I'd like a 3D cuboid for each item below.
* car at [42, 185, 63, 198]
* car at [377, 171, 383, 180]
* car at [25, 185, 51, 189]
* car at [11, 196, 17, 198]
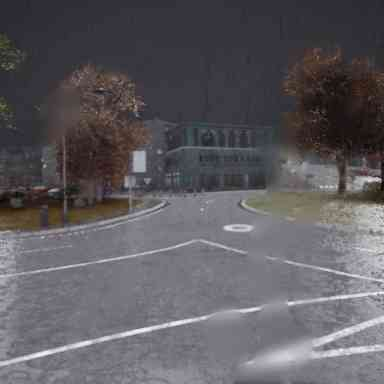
[{"bbox_3d":[-18.959,0.223,46.892,2.231,1.521,4.892,-1,1,14],"label":"car"},{"bbox_3d":[48.037,-3.640,79.772,5.366,1.575,1.946,-2,7,-8],"label":"car"},{"bbox_3d":[-21.418,-0.002,48.545,2.435,2.045,5.566,-1,1,15],"label":"car"},{"bbox_3d":[-23.852,0.022,50.303,2.435,2.045,5.566,-1,1,15],"label":"car"}]
